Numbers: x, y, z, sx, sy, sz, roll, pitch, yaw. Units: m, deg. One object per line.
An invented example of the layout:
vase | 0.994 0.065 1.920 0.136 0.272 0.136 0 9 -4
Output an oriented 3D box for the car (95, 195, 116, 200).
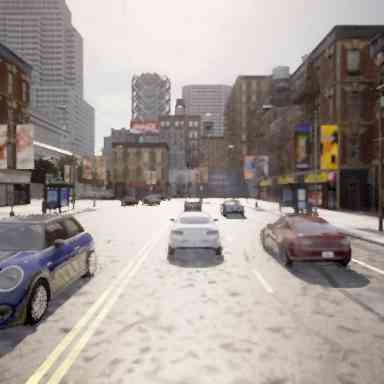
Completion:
car | -20.448 1.299 79.604 4.718 1.301 1.895 0 0 30

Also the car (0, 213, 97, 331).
car | -3.599 1.325 7.003 2.097 1.767 4.553 0 0 0

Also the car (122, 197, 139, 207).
car | -9.012 1.421 48.466 1.895 1.301 4.718 0 0 -20

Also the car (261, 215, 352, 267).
car | 3.589 1.484 11.098 1.812 1.442 4.674 0 0 0

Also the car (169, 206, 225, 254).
car | 0.090 1.476 13.142 1.812 1.442 4.674 0 0 0

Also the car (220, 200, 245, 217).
car | 3.603 1.435 30.320 2.033 1.411 5.357 0 0 0

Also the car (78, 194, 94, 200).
car | -25.751 1.216 81.775 4.674 1.452 2.002 0 0 20

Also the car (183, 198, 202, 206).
car | 0.044 1.359 35.621 2.128 1.511 4.902 0 0 -1

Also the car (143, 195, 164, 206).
car | -6.158 1.315 50.523 1.837 1.490 4.892 0 0 -22
